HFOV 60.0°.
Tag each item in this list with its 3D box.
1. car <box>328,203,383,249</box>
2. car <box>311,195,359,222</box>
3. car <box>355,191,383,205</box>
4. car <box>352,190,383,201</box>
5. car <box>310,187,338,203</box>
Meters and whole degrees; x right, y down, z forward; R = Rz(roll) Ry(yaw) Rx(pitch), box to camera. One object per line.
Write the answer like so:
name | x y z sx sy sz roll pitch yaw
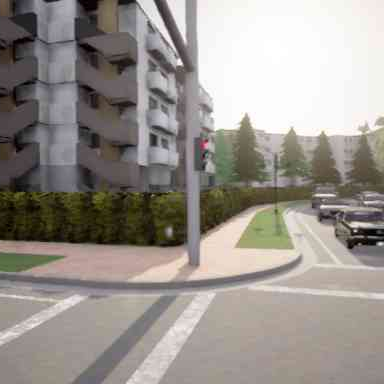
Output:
car | 6.666 1.322 12.852 1.895 1.301 4.718 0 1 16
car | 9.010 1.126 21.352 1.994 1.385 4.181 0 1 16
car | 13.945 0.952 25.417 1.837 1.490 4.892 0 1 20
car | 25.341 0.520 47.941 5.357 1.411 2.033 -1 1 -40
car | 12.969 0.565 32.366 2.150 2.045 5.566 0 1 27
